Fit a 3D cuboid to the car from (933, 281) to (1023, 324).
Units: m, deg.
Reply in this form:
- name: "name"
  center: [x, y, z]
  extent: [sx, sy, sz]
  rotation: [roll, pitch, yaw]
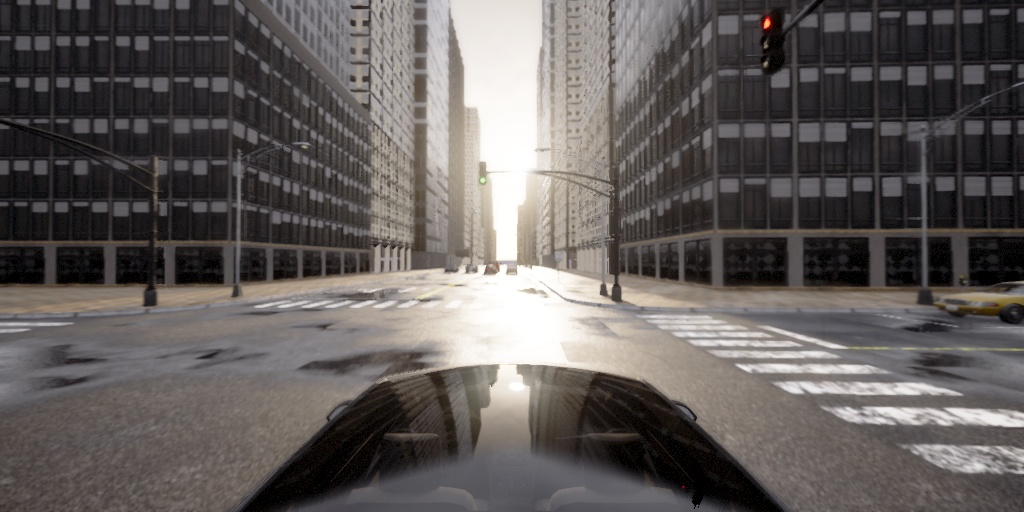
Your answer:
- name: "car"
  center: [17.087, 1.412, 11.875]
  extent: [4.829, 1.417, 1.751]
  rotation: [0, 0, 2]

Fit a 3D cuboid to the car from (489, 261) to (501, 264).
- name: "car"
  center: [-3.253, 1.861, 64.498]
  extent: [2.150, 2.045, 5.566]
  rotation: [0, -1, 0]

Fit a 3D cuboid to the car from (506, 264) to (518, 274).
- name: "car"
  center: [-0.002, 2.031, 54.462]
  extent: [2.033, 1.411, 5.357]
  rotation: [0, -1, 0]

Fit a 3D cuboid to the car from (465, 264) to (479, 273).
- name: "car"
  center: [-6.503, 2.040, 58.630]
  extent: [2.128, 1.511, 4.902]
  rotation: [0, -1, 0]

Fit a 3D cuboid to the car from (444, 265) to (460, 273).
- name: "car"
  center: [-9.753, 2.096, 58.629]
  extent: [2.033, 1.411, 5.357]
  rotation: [0, -1, 0]

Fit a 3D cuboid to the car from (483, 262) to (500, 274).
- name: "car"
  center: [-3.253, 2.009, 54.462]
  extent: [1.812, 1.442, 4.674]
  rotation: [0, -1, 0]
